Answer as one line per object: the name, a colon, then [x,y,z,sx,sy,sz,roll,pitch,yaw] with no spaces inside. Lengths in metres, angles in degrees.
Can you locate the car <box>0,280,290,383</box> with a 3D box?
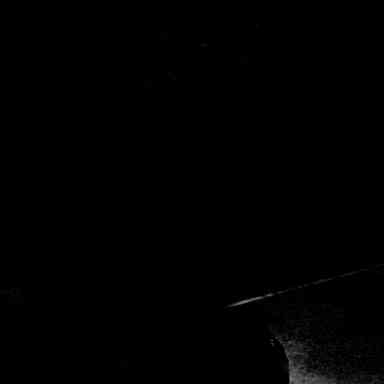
car: [-1.044,1.562,3.000,4.181,1.385,1.994,0,0,-36]
